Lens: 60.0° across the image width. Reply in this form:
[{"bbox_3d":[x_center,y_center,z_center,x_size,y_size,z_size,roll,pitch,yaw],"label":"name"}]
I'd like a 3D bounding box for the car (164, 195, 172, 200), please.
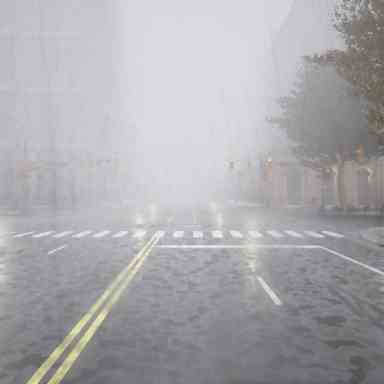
[{"bbox_3d":[-6.759,1.506,93.311,1.994,1.385,4.181,0,0,1],"label":"car"}]

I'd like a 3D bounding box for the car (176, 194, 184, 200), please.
[{"bbox_3d":[-3.259,1.309,93.305,2.097,1.767,4.553,0,0,1],"label":"car"}]
